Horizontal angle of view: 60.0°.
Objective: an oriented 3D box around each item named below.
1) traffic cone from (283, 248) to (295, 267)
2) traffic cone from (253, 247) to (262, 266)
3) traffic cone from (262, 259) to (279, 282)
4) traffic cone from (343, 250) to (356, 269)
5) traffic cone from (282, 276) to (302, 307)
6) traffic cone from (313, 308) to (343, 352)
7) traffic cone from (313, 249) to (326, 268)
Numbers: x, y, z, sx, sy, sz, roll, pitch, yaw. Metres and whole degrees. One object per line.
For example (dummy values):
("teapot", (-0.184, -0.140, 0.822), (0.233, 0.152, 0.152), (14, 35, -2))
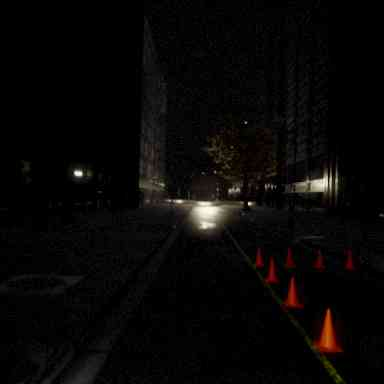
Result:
("traffic cone", (3.234, 2.175, 11.070), (0.340, 0.580, 0.340), (2, -1, 1))
("traffic cone", (2.234, 2.146, 11.095), (0.340, 0.580, 0.340), (2, -1, 1))
("traffic cone", (2.186, 2.122, 9.095), (0.340, 0.580, 0.340), (2, -1, 1))
("traffic cone", (5.232, 2.234, 11.020), (0.340, 0.580, 0.340), (2, -1, 1))
("traffic cone", (2.136, 2.099, 7.096), (0.340, 0.580, 0.340), (2, -1, 1))
("traffic cone", (2.087, 2.075, 5.097), (0.340, 0.580, 0.340), (2, -1, 1))
("traffic cone", (4.233, 2.205, 11.045), (0.340, 0.580, 0.340), (2, -1, 1))
